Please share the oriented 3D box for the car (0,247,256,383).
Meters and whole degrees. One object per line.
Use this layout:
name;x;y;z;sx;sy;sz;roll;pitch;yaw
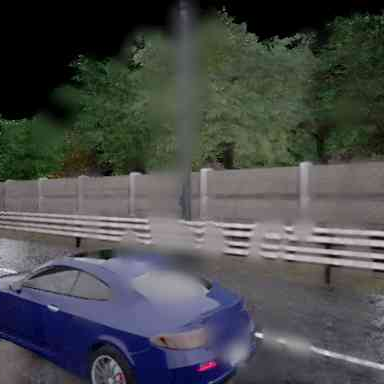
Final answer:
car;-1.382;1.568;4.859;4.674;1.442;1.812;-1;0;36
